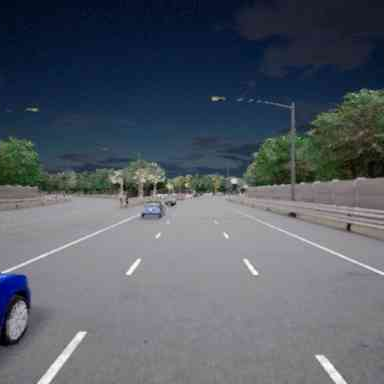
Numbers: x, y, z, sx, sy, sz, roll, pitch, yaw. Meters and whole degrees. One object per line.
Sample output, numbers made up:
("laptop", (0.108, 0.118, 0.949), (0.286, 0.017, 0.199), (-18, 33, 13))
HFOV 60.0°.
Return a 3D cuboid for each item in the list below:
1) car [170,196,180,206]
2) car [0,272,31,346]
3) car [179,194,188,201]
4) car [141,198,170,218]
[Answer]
("car", (-3.482, 1.608, 54.317), (1.895, 1.301, 4.718), (0, 0, 0))
("car", (-3.499, 1.472, 3.317), (1.882, 1.535, 5.008), (0, 0, 0))
("car", (-2.905, 1.569, 87.442), (2.033, 1.411, 5.357), (0, 0, 3))
("car", (-3.489, 1.550, 30.505), (2.033, 1.411, 5.357), (0, 0, 0))
